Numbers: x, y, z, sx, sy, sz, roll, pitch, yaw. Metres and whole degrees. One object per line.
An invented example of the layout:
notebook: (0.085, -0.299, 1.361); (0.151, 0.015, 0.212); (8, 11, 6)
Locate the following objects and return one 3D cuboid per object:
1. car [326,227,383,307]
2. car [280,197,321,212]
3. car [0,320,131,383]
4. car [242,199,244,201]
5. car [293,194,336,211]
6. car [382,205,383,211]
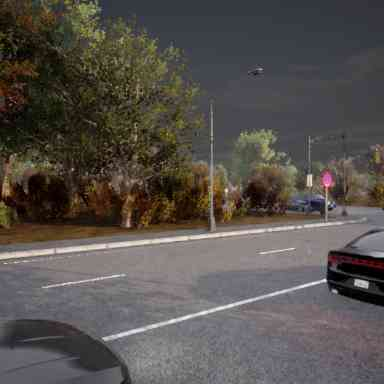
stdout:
car: (5.022, 1.477, 7.349); (5.008, 1.535, 1.882); (0, 0, -36)
car: (12.118, 1.563, 38.193); (1.994, 1.385, 4.181); (0, 0, -32)
car: (-2.697, 1.505, 1.815); (4.892, 1.490, 1.837); (0, 0, -36)
car: (7.591, 1.520, 45.319); (1.812, 1.442, 4.674); (0, 0, -32)
car: (14.720, 1.220, 40.663); (2.150, 2.045, 5.566); (0, 0, -31)
car: (22.684, 1.490, 34.978); (2.128, 1.511, 4.902); (0, 0, -32)
